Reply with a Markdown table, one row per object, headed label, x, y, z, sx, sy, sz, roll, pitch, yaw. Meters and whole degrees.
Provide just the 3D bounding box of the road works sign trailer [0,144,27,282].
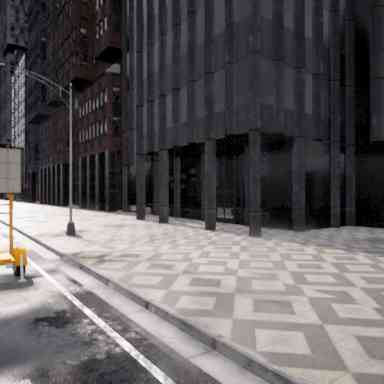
| label | x | y | z | sx | sy | sz | roll | pitch | yaw |
| --- | --- | --- | --- | --- | --- | --- | --- | --- | --- |
| road works sign trailer | -5.884 | 0.466 | 8.895 | 2.380 | 3.560 | 2.880 | 0 | 0 | -36 |
